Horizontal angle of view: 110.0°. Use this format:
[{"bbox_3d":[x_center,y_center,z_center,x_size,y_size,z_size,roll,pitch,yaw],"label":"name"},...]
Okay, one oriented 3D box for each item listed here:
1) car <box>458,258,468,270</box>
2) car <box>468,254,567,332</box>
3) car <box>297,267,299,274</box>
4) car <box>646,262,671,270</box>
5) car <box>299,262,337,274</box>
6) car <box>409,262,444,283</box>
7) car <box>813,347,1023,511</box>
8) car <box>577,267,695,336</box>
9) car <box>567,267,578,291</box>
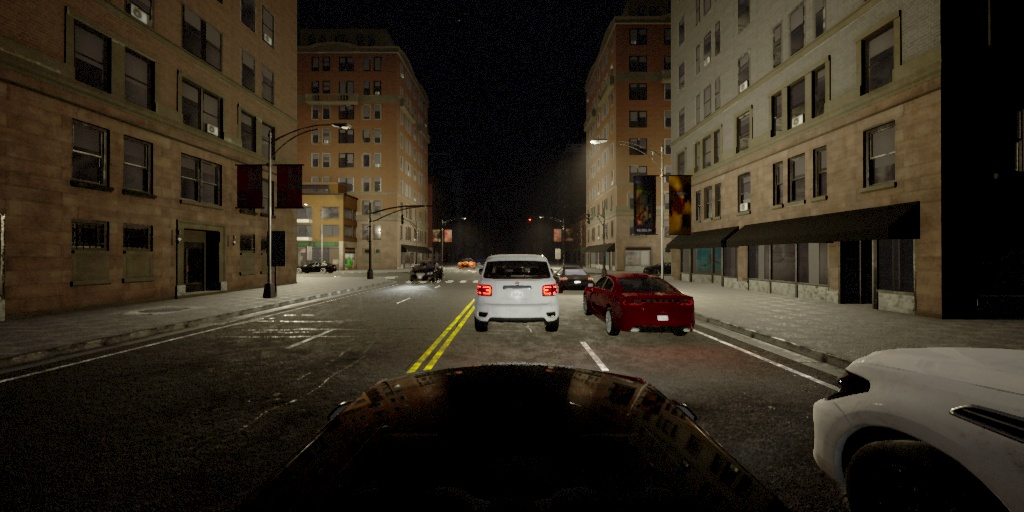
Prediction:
[{"bbox_3d":[-6.488,1.095,51.612,2.097,1.767,4.553,0,0,0],"label":"car"},{"bbox_3d":[0.123,0.971,11.009,2.150,2.045,5.566,0,0,0],"label":"car"},{"bbox_3d":[-22.101,1.169,32.320,4.097,1.591,1.967,0,0,0],"label":"car"},{"bbox_3d":[16.111,1.350,37.882,4.181,1.385,1.994,0,0,0],"label":"car"},{"bbox_3d":[-22.042,1.325,40.345,4.313,1.339,1.948,0,0,0],"label":"car"},{"bbox_3d":[-6.543,1.235,27.964,2.128,1.511,4.902,0,0,0],"label":"car"},{"bbox_3d":[3.346,0.970,0.283,2.150,2.045,5.566,0,0,0],"label":"car"},{"bbox_3d":[3.369,1.227,10.441,1.882,1.535,5.008,0,0,0],"label":"car"},{"bbox_3d":[3.389,1.313,20.529,1.994,1.385,4.181,0,0,0],"label":"car"}]
